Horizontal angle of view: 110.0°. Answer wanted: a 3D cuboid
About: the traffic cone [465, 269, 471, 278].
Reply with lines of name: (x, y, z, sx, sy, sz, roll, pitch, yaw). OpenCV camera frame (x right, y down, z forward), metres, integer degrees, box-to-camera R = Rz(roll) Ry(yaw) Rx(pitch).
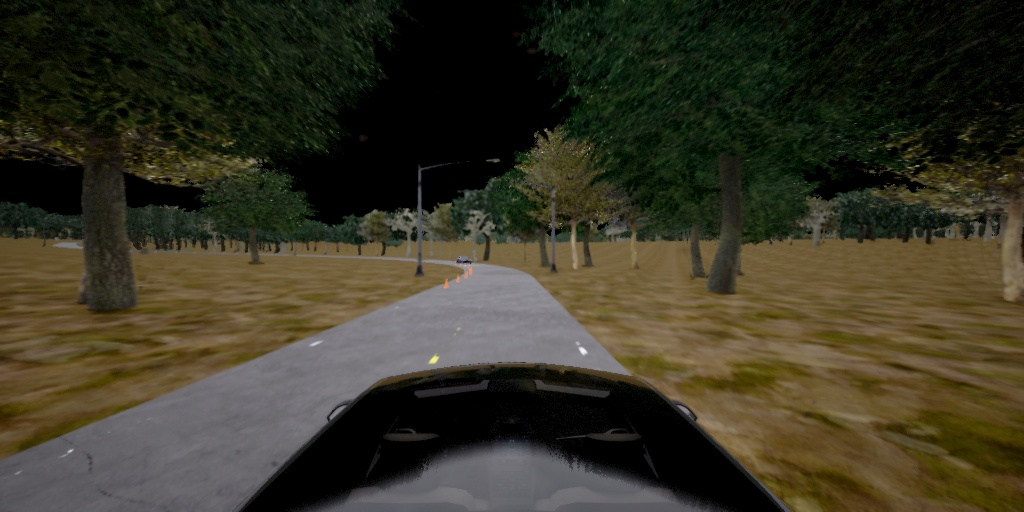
traffic cone: (-4.203, 1.709, 32.952, 0.340, 0.580, 0.340, 0, 0, -1)

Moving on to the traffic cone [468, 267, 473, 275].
traffic cone: (-4.370, 1.689, 37.819, 0.340, 0.580, 0.340, 0, 0, -3)

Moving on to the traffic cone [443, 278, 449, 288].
traffic cone: (-4.199, 1.725, 22.969, 0.340, 0.580, 0.340, 0, 0, 0)

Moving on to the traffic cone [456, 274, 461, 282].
traffic cone: (-4.199, 1.721, 27.974, 0.340, 0.580, 0.340, 0, 0, 0)
